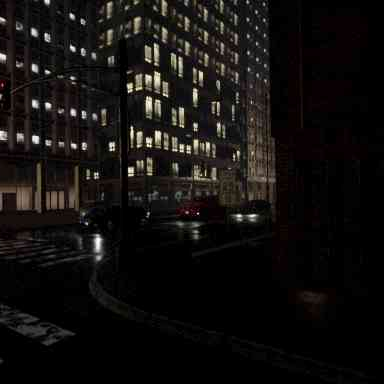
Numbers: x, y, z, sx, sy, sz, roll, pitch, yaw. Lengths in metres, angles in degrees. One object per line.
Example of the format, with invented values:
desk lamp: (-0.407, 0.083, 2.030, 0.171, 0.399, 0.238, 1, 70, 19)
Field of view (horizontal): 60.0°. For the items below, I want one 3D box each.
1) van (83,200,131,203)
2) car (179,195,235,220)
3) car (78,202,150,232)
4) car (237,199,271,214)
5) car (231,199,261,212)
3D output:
van: (-6.030, 1.460, 23.491, 1.690, 1.788, 3.998, -2, -1, 36)
car: (1.205, 1.307, 29.149, 2.150, 2.045, 5.566, -1, -1, 36)
car: (-4.683, 1.571, 20.958, 1.837, 1.490, 4.892, -1, -1, 33)
car: (7.208, 1.584, 37.512, 1.882, 1.535, 5.008, -1, -1, 36)
car: (6.798, 1.689, 41.405, 1.752, 1.417, 4.829, -2, -1, 36)
